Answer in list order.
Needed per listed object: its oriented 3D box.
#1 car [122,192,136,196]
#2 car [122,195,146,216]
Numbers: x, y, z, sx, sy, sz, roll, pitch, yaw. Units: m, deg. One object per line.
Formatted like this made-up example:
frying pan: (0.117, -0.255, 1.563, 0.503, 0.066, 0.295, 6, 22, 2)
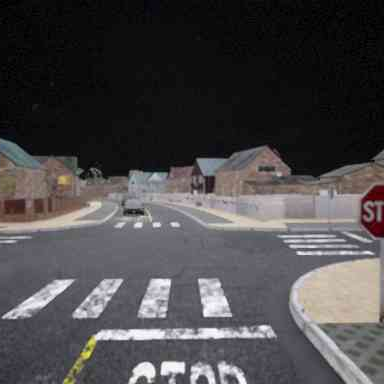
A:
car: (-9.067, 0.984, 48.685, 2.150, 2.045, 5.566, 0, 0, -14)
car: (-5.281, 1.338, 30.395, 1.882, 1.535, 5.008, 0, 2, -9)
